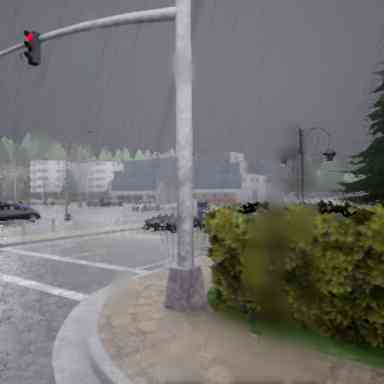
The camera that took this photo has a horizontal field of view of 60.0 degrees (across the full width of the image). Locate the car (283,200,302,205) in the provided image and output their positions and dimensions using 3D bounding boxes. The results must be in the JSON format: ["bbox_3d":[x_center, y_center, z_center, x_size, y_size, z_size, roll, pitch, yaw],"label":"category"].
[{"bbox_3d":[11.792,1.660,38.577,2.128,1.511,4.902,-1,-1,36],"label":"car"}]

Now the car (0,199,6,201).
[{"bbox_3d":[-16.901,1.706,27.765,2.152,1.636,5.027,-1,-1,35],"label":"car"}]

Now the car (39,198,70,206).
[{"bbox_3d":[-27.234,1.924,66.882,2.152,1.636,5.027,-1,-1,35],"label":"car"}]

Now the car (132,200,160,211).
[{"bbox_3d":[-5.925,1.762,42.864,1.970,1.475,3.806,-1,-1,35],"label":"car"}]

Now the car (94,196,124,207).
[{"bbox_3d":[-14.224,1.672,58.088,1.932,1.855,4.605,-1,-1,35],"label":"car"}]

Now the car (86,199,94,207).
[{"bbox_3d":[-16.828,1.688,59.443,1.905,1.878,3.866,-1,-1,35],"label":"car"}]

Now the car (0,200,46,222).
[{"bbox_3d":[-14.318,1.676,25.984,2.007,1.523,4.514,-1,-1,35],"label":"car"}]

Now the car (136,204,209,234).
[{"bbox_3d":[-0.720,1.707,20.816,2.033,1.411,5.357,-1,0,35],"label":"car"}]

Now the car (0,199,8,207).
[{"bbox_3d":[-39.720,2.193,66.746,2.007,1.523,4.514,-1,-1,35],"label":"car"}]

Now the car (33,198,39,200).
[{"bbox_3d":[-32.642,2.083,70.351,1.970,1.475,3.806,-1,-1,35],"label":"car"}]

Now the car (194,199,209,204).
[{"bbox_3d":[0.815,1.716,47.167,1.845,1.501,3.633,-1,-1,35],"label":"car"}]
